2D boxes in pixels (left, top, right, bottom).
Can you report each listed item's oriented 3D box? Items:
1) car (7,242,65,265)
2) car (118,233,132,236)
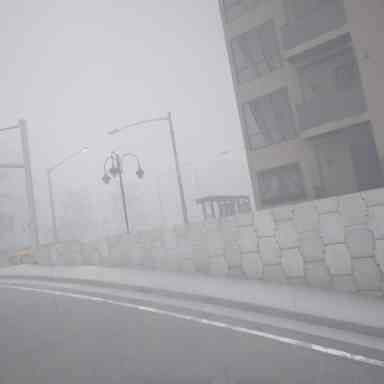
[{"bbox_3d":[-13.687,5.360,29.560,1.882,1.535,5.008,-14,-8,35],"label":"car"},{"bbox_3d":[-7.845,5.453,37.491,1.895,1.301,4.718,-14,-8,35],"label":"car"}]
